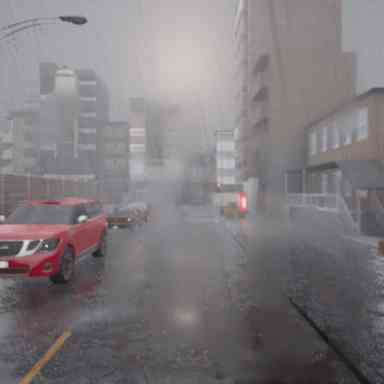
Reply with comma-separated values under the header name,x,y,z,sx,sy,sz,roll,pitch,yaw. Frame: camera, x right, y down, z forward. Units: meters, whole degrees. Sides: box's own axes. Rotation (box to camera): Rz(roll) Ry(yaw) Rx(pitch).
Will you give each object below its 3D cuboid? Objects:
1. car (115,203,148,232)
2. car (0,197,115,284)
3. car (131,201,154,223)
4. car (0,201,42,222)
name,x,y,z,sx,sy,sz,roll,pitch,yaw
car,-4.088,1.571,19.976,1.895,1.301,4.718,0,0,0
car,-4.102,1.206,9.929,2.150,2.045,5.566,0,0,0
car,-4.006,1.444,25.225,1.882,1.535,5.008,0,0,0
car,-14.444,1.436,25.063,5.357,1.415,2.033,0,0,0
